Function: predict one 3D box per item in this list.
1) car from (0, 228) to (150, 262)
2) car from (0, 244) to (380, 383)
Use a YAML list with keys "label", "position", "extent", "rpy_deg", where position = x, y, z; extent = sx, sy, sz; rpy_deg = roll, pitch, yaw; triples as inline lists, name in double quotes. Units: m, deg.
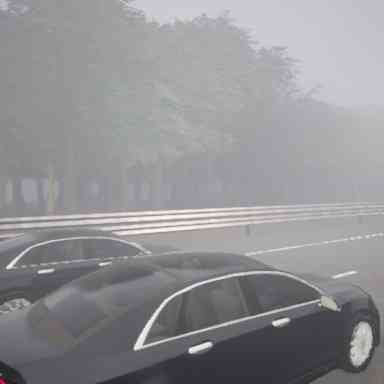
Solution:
- label: "car"
  position: [-2.051, 1.477, 6.541]
  extent: [4.892, 1.490, 1.837]
  rpy_deg: [0, 0, -35]
- label: "car"
  position: [0.339, 1.482, 3.945]
  extent: [4.892, 1.490, 1.837]
  rpy_deg: [0, 0, -35]
